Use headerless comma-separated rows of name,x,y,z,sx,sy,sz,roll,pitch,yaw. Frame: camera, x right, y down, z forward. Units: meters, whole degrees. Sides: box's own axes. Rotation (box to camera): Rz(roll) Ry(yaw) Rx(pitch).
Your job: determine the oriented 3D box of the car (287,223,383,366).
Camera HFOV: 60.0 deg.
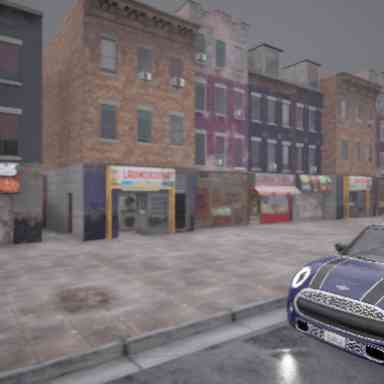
car,3.709,1.331,5.671,4.553,1.767,2.097,0,0,-35
